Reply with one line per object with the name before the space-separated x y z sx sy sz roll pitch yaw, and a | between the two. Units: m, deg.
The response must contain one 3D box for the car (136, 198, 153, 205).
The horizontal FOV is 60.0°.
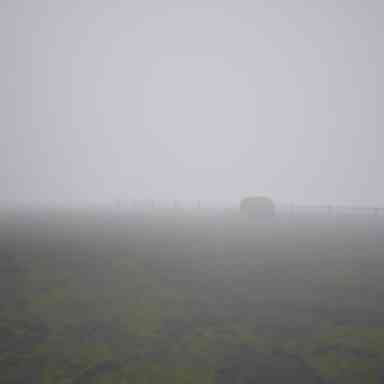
car | -9.612 1.929 66.601 1.812 1.442 4.674 -1 -1 35
